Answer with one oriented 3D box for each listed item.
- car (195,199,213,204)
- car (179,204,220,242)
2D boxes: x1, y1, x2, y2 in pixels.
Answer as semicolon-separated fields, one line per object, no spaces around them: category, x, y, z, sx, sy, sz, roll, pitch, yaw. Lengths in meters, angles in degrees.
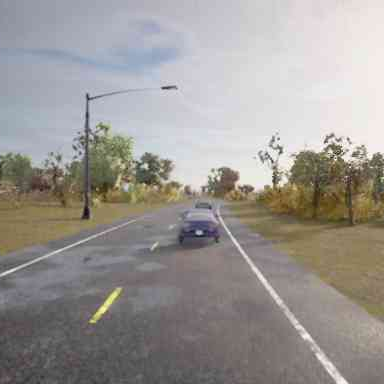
car;1.399;1.588;38.698;2.128;1.511;4.902;0;0;4
car;0.368;1.546;16.351;1.812;1.442;4.674;0;0;2
